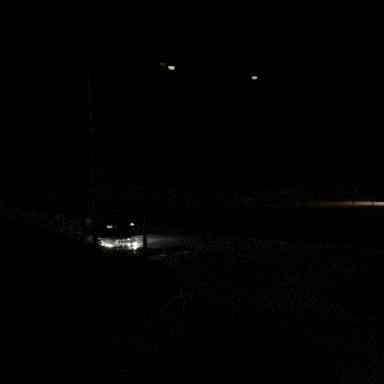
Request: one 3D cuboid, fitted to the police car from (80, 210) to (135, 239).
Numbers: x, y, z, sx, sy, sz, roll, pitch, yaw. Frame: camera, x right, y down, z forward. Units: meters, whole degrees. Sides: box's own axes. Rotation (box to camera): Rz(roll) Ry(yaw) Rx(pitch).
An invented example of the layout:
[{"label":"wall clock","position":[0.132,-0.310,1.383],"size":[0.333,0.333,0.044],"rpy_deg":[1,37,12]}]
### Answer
[{"label":"police car","position":[-5.282,1.946,20.766],"size":[2.038,1.542,4.974],"rpy_deg":[-2,0,-36]}]
